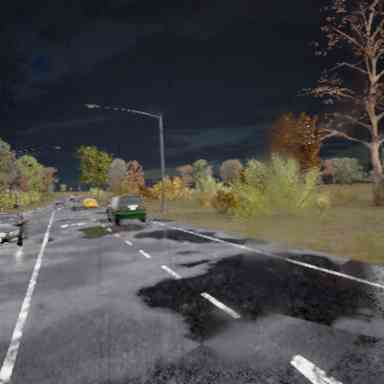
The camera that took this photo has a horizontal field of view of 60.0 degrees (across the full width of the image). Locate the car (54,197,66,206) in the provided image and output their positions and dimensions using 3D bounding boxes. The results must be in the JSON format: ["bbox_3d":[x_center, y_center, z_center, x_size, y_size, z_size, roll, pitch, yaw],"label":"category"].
[{"bbox_3d":[-27.590,2.191,69.669,1.994,1.385,4.181,-3,1,-14],"label":"car"}]

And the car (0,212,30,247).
[{"bbox_3d":[-9.045,1.771,16.145,2.128,1.511,4.902,-3,1,-22],"label":"car"}]

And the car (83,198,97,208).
[{"bbox_3d":[-16.490,1.770,53.613,1.882,1.535,5.008,-3,1,-22],"label":"car"}]

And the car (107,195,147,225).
[{"bbox_3d":[-4.948,1.242,24.703,2.150,2.045,5.566,-3,1,-22],"label":"car"}]
